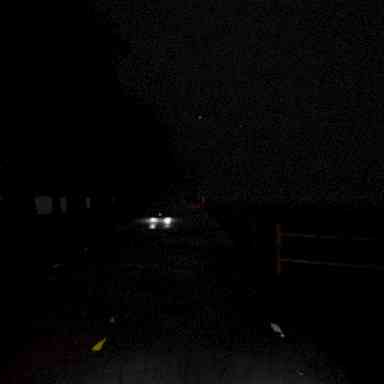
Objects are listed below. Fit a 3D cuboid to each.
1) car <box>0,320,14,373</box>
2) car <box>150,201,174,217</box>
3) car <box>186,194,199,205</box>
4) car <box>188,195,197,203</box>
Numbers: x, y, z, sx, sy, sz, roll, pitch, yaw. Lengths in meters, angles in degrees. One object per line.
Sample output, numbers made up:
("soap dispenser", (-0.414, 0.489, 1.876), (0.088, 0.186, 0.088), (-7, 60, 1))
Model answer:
("car", (-2.838, 1.598, 1.321), (1.895, 1.301, 4.718), (0, 0, 0))
("car", (-2.707, 1.539, 30.956), (2.033, 1.411, 5.357), (0, 0, 0))
("car", (0.104, 1.286, 59.357), (2.150, 2.045, 5.566), (0, 0, 0))
("car", (0.122, 1.425, 70.079), (1.837, 1.490, 4.892), (0, 0, 0))
